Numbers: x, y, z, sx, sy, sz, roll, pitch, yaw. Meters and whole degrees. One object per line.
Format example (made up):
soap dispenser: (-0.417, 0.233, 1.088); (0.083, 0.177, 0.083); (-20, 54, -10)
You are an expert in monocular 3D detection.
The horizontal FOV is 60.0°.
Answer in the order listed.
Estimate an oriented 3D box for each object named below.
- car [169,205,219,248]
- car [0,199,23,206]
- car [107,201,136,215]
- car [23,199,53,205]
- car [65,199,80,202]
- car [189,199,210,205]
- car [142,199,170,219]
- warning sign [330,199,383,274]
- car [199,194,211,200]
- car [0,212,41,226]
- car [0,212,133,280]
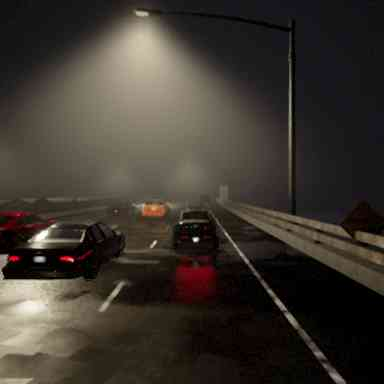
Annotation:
car: (0.170, 1.535, 14.912); (1.837, 1.490, 4.892); (0, 0, 1)
car: (-23.962, 1.668, 45.285); (2.033, 1.411, 5.357); (0, 0, 2)
car: (-6.591, 1.553, 31.563); (1.882, 1.535, 5.008); (0, 0, 1)
car: (-20.461, 1.645, 45.143); (1.812, 1.442, 4.674); (0, 0, 2)
car: (-16.895, 1.689, 47.258); (1.994, 1.385, 4.181); (0, 0, 2)
car: (0.390, 1.635, 30.556); (1.994, 1.385, 4.181); (0, 0, 1)
car: (-3.130, 1.422, 29.706); (2.097, 1.767, 4.553); (0, 0, 1)
warning sign: (4.564, 1.133, 8.866); (1.300, 1.860, 1.060); (-1, -1, 0)
car: (2.635, 1.415, 68.421); (2.150, 2.045, 5.566); (0, 0, 2)
car: (-6.858, 1.504, 12.869); (1.882, 1.535, 5.008); (0, 0, 1)
car: (-3.393, 1.568, 9.980); (2.033, 1.411, 5.357); (0, 0, 1)
